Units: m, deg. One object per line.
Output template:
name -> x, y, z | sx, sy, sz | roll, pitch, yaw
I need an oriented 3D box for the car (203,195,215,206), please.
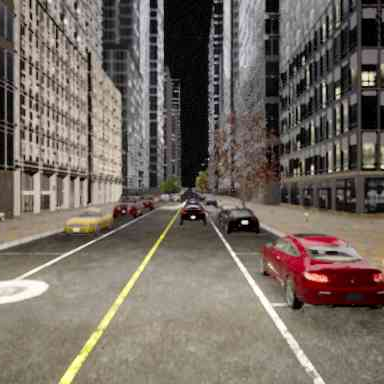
car -> 2.666, 1.559, 47.420 | 2.008, 1.369, 4.403 | 0, 0, 0

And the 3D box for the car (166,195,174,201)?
car -> -5.731, 1.547, 87.274 | 1.947, 1.339, 4.313 | 0, 0, 0

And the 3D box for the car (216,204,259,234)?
car -> 2.679, 1.575, 18.958 | 1.947, 1.339, 4.313 | 0, 0, 0

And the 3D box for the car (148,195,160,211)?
car -> -5.713, 1.324, 41.735 | 2.192, 1.841, 5.009 | 0, 0, 0

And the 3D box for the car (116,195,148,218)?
car -> -5.708, 1.325, 30.351 | 2.192, 1.841, 5.009 | 0, 0, 0

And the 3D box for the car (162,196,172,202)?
car -> -5.727, 1.559, 75.889 | 1.947, 1.339, 4.313 | 0, 0, 0

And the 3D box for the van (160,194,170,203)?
van -> -5.725, 1.339, 70.195 | 1.690, 1.788, 3.998 | 0, 0, 0

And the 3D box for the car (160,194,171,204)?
car -> -5.722, 1.442, 64.504 | 1.967, 1.590, 4.097 | 0, 0, 0

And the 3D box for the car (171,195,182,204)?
car -> -3.042, 1.510, 65.623 | 2.128, 1.511, 4.902 | 0, 0, 0

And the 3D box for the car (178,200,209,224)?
car -> 0.085, 1.535, 24.615 | 1.812, 1.442, 4.674 | 0, 0, 0

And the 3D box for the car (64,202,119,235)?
car -> -5.702, 1.534, 18.797 | 1.752, 1.417, 4.829 | 0, 0, 0

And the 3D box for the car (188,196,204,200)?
car -> 0.082, 1.557, 42.308 | 2.033, 1.411, 5.357 | 0, 0, 0

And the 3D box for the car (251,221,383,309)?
car -> 2.683, 1.586, 7.575 | 1.802, 1.307, 4.206 | 0, 0, 0

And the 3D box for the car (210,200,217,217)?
car -> 2.676, 1.561, 24.650 | 2.008, 1.369, 4.403 | 0, 0, 0

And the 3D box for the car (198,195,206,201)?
car -> 2.649, 1.526, 87.269 | 1.887, 1.381, 4.507 | 0, 0, 0
